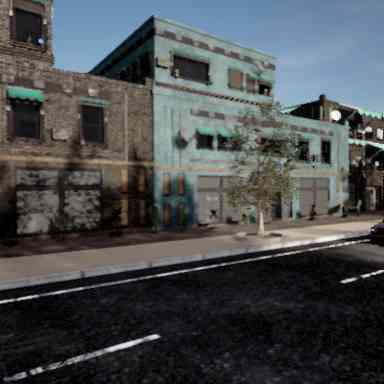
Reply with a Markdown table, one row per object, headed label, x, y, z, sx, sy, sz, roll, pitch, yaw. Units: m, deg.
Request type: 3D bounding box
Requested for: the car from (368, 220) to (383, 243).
| label | x | y | z | sx | sy | sz | roll | pitch | yaw |
| --- | --- | --- | --- | --- | --- | --- | --- | --- | --- |
| car | 10.042 | 1.514 | 14.842 | 5.357 | 1.411 | 2.033 | 0 | 0 | -35 |
